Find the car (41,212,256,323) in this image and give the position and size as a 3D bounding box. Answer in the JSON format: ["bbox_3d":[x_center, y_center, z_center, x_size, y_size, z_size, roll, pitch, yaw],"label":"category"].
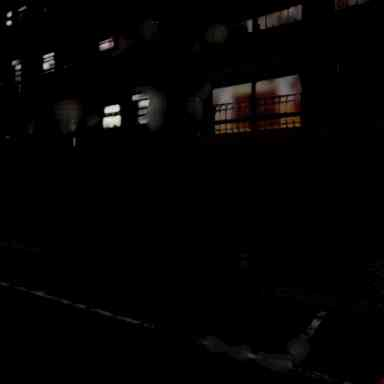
[{"bbox_3d":[-1.090,1.345,7.297,5.009,1.841,2.192,1,-1,32],"label":"car"}]
